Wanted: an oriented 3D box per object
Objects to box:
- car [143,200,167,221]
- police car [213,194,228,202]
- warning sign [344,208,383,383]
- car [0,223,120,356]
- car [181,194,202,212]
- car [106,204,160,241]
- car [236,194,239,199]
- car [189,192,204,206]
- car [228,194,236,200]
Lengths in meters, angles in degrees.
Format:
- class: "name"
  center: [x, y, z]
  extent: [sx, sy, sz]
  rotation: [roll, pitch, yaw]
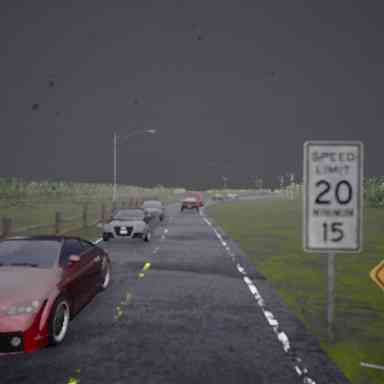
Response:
- class: "car"
  center: [-3.079, 1.384, 26.128]
  extent: [1.837, 1.490, 4.892]
  rotation: [1, 0, -1]
- class: "police car"
  center: [5.858, 1.202, 72.469]
  extent: [1.930, 1.638, 5.238]
  rotation: [1, 0, 16]
- class: "warning sign"
  center: [2.463, 1.129, 3.428]
  extent: [1.300, 1.860, 1.060]
  rotation: [1, 0, 1]
- class: "car"
  center: [-2.860, 1.511, 6.076]
  extent: [1.994, 1.385, 4.181]
  rotation: [1, 0, 1]
- class: "car"
  center: [-0.161, 1.351, 37.663]
  extent: [1.882, 1.535, 5.008]
  rotation: [1, 0, 2]
- class: "car"
  center: [-2.881, 1.479, 15.915]
  extent: [1.994, 1.385, 4.181]
  rotation: [1, 0, 0]
- class: "car"
  center: [10.937, 1.214, 87.263]
  extent: [1.882, 1.535, 5.008]
  rotation: [1, 0, 22]
- class: "car"
  center: [0.533, 1.063, 48.216]
  extent: [2.150, 2.045, 5.566]
  rotation: [1, 0, 6]
- class: "car"
  center: [8.830, 1.255, 81.742]
  extent: [1.837, 1.490, 4.892]
  rotation: [1, 0, 20]
